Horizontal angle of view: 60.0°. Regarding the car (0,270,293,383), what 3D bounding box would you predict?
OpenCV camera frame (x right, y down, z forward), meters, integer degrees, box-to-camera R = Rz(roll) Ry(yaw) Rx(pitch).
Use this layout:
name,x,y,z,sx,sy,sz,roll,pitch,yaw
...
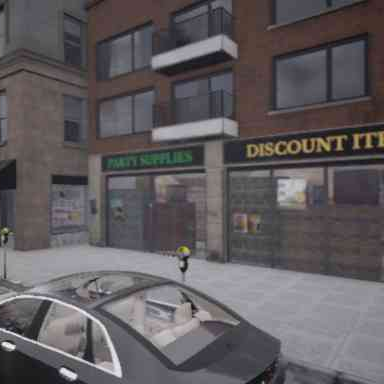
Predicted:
name,x,y,z,sx,sy,sz,roll,pitch,yaw
car,-1.177,1.574,3.641,4.403,1.369,2.008,-1,0,35
